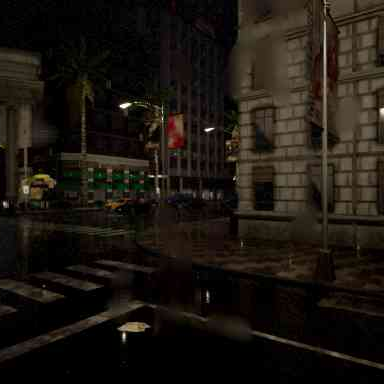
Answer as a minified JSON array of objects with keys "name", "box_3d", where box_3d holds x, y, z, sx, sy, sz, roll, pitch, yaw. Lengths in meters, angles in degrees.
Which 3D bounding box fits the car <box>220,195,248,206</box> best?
[{"name":"car","box_3d":[7.108,1.352,55.828,4.553,1.767,2.097,0,0,-40]}]

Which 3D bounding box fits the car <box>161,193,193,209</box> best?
[{"name":"car","box_3d":[-1.852,1.216,45.969,2.150,2.045,5.566,0,1,37]}]

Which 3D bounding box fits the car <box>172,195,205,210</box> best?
[{"name":"car","box_3d":[-0.062,1.526,42.496,1.812,1.442,4.674,0,0,37]}]

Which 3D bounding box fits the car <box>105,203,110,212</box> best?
[{"name":"car","box_3d":[-7.647,1.478,38.093,1.882,1.535,5.008,0,0,37]}]

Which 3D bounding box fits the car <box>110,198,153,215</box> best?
[{"name":"car","box_3d":[-5.964,1.564,34.465,1.994,1.385,4.181,0,0,36]}]

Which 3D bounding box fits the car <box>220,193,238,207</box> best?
[{"name":"car","box_3d":[6.719,1.222,50.744,5.566,2.045,2.150,0,0,-45]}]
